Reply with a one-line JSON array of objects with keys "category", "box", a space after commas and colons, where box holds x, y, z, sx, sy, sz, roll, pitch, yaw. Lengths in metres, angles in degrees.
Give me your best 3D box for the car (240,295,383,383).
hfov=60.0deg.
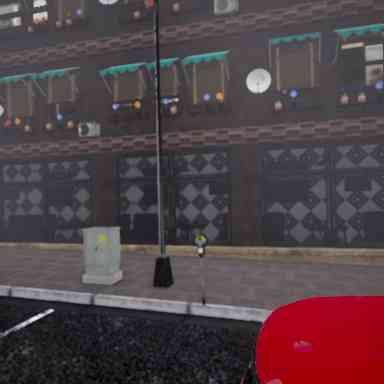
[{"category": "car", "box": [2.974, 1.222, 1.645, 5.566, 2.045, 2.150, 0, 0, 15]}]
